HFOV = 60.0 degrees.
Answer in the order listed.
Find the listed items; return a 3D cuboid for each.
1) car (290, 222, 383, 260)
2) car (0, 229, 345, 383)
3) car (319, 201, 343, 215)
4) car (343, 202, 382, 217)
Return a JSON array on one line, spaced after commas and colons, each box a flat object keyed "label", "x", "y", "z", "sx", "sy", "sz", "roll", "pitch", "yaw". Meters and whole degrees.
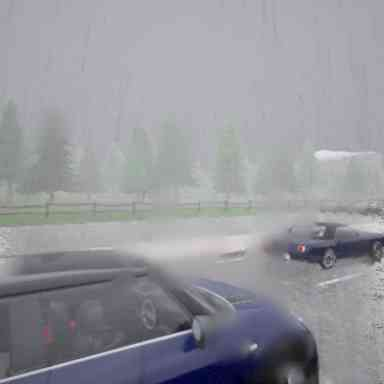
[{"label": "car", "x": 4.665, "y": 1.686, "z": 11.369, "sx": 4.718, "sy": 1.301, "sz": 1.895, "roll": 1, "pitch": 0, "yaw": -36}, {"label": "car", "x": -0.833, "y": 1.360, "z": 3.124, "sx": 4.553, "sy": 1.767, "sz": 2.097, "roll": 1, "pitch": 0, "yaw": -36}, {"label": "car", "x": 16.787, "y": 1.823, "z": 38.690, "sx": 4.674, "sy": 1.442, "sz": 1.812, "roll": 1, "pitch": 0, "yaw": -36}, {"label": "car", "x": 18.577, "y": 1.821, "z": 35.667, "sx": 4.674, "sy": 1.442, "sz": 1.812, "roll": 1, "pitch": 0, "yaw": -36}]
